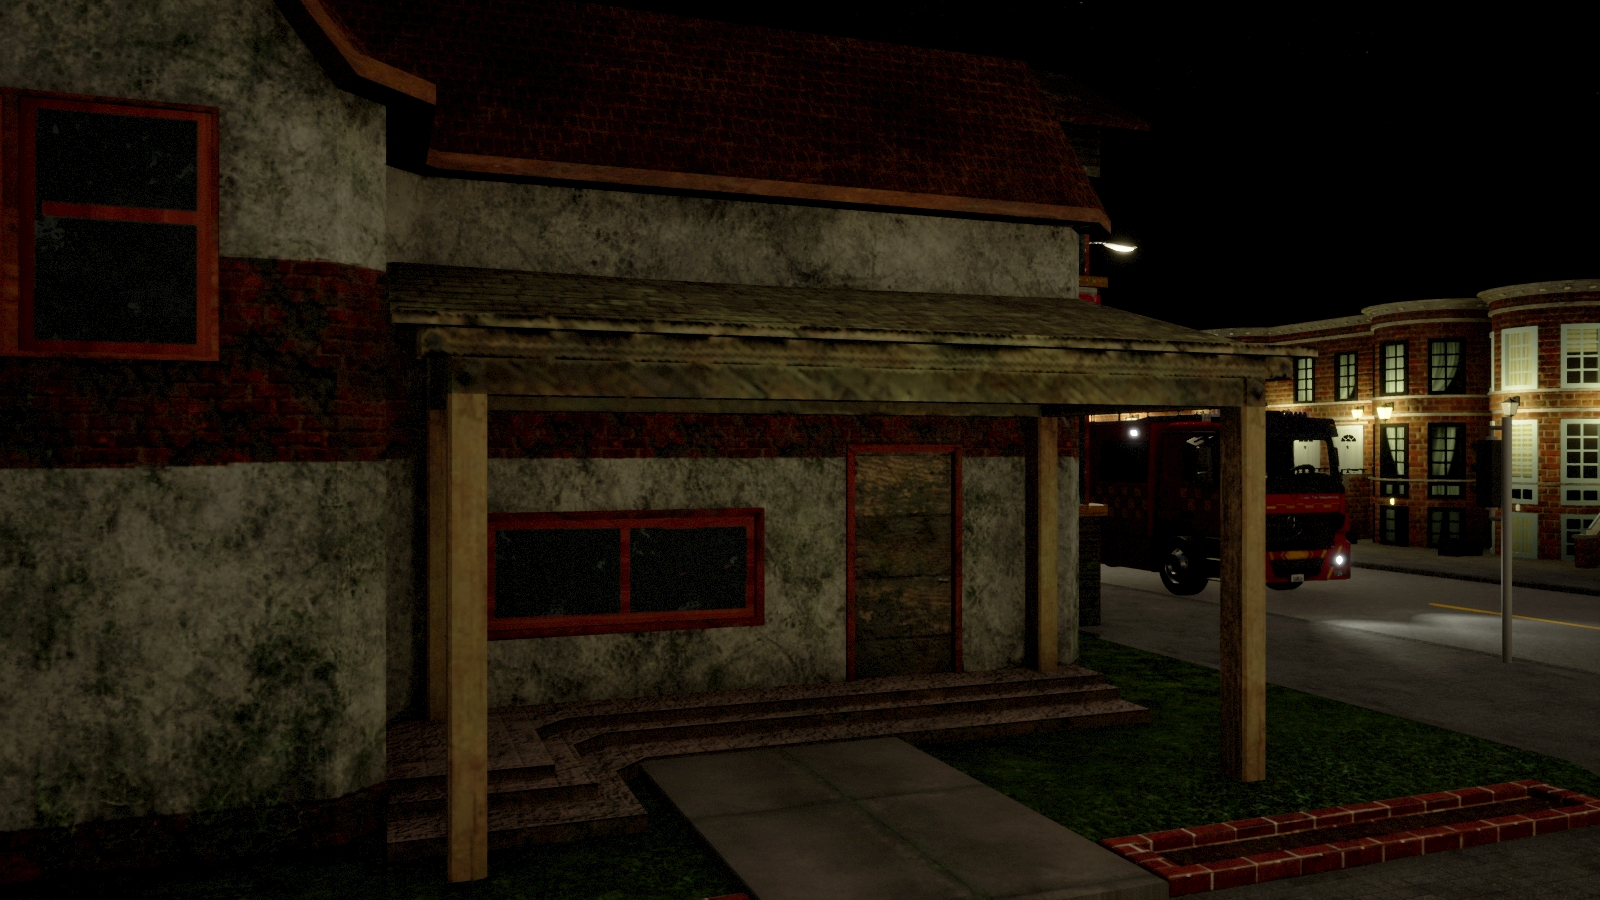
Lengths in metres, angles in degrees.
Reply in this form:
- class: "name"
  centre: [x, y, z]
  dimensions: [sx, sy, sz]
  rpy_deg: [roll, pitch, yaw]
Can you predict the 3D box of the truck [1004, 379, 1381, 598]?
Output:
- class: "truck"
  centre: [7.818, 0.670, 24.411]
  dimensions: [2.891, 3.827, 8.468]
  rpy_deg: [0, 0, -20]
